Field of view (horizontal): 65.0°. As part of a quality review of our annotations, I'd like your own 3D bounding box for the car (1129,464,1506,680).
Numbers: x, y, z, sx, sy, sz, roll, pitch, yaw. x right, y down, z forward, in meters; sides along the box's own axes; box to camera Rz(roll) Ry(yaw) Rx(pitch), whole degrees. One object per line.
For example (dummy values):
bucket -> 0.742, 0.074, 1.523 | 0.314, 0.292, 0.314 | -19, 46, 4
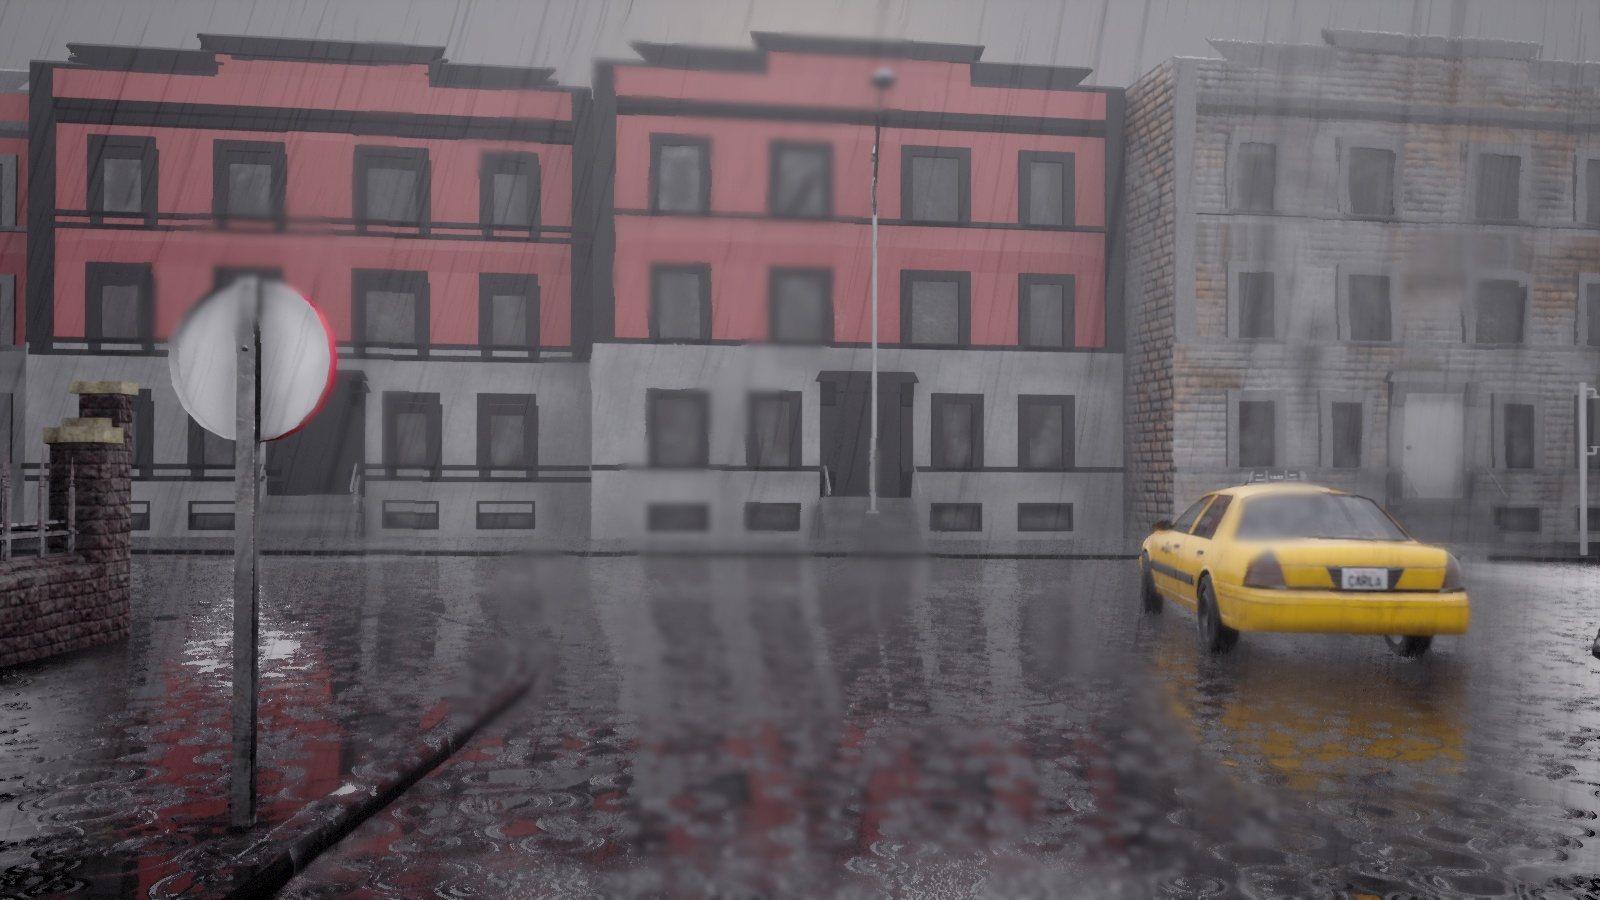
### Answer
car -> 4.493, 0.935, 11.918 | 1.801, 1.575, 5.366 | 0, -1, 5
